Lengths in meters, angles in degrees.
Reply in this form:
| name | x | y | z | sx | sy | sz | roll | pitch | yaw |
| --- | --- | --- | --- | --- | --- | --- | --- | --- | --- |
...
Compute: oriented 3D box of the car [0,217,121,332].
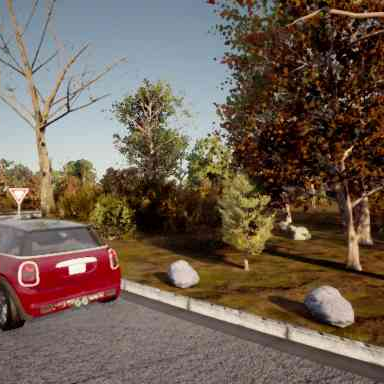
| name | x | y | z | sx | sy | sz | roll | pitch | yaw |
| --- | --- | --- | --- | --- | --- | --- | --- | --- | --- |
| car | -3.550 | 1.372 | 7.206 | 4.553 | 1.767 | 2.097 | -1 | 0 | 43 |
